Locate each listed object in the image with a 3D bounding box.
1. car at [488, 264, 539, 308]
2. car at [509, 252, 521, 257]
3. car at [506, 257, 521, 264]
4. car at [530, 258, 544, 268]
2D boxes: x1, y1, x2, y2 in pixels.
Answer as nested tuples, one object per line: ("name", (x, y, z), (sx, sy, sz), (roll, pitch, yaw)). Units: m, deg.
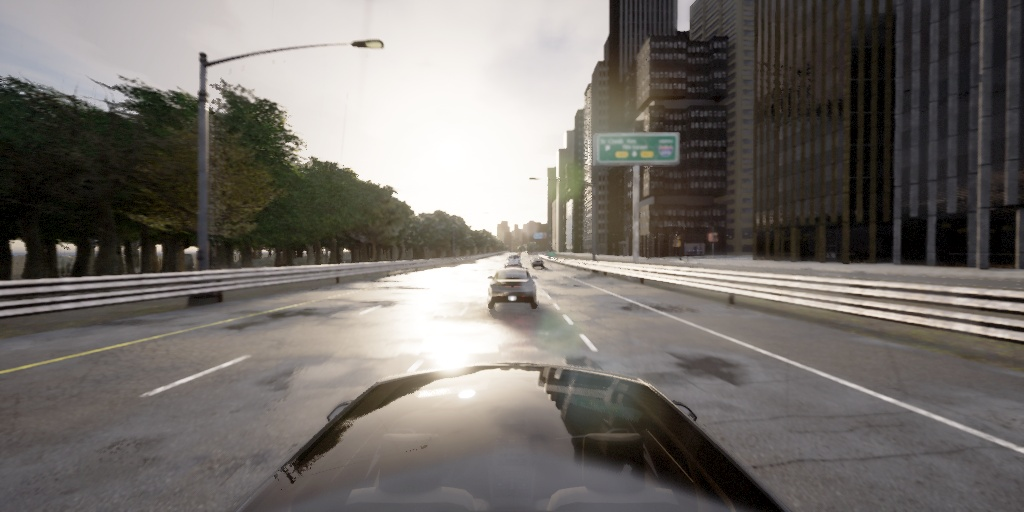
("car", (0.020, 1.254, 15.237), (1.837, 1.490, 4.892), (0, 0, 0))
("car", (0.361, 0.798, 59.619), (2.150, 2.045, 5.566), (0, 0, 1))
("car", (0.137, 1.197, 37.228), (2.128, 1.511, 4.902), (0, 0, 0))
("car", (3.914, 1.115, 55.476), (1.837, 1.490, 4.892), (0, 1, 1))
